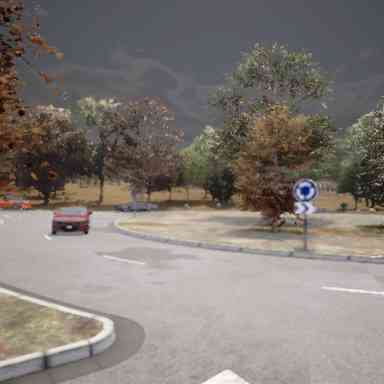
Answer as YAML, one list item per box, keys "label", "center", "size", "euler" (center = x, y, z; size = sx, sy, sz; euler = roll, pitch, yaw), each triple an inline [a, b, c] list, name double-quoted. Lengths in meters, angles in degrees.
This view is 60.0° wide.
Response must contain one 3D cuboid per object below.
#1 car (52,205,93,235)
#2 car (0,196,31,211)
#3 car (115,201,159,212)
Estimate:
- label: "car"
  center: [-6.803, 1.511, 19.158]
  size: [1.882, 1.535, 5.008]
  euler: [1, -1, -15]
- label: "car"
  center: [-22.214, 1.299, 40.719]
  size: [4.553, 1.767, 2.097]
  euler: [2, -1, 10]
- label: "car"
  center: [-6.961, 1.832, 42.114]
  size: [5.357, 1.411, 2.033]
  euler: [1, -1, -26]
